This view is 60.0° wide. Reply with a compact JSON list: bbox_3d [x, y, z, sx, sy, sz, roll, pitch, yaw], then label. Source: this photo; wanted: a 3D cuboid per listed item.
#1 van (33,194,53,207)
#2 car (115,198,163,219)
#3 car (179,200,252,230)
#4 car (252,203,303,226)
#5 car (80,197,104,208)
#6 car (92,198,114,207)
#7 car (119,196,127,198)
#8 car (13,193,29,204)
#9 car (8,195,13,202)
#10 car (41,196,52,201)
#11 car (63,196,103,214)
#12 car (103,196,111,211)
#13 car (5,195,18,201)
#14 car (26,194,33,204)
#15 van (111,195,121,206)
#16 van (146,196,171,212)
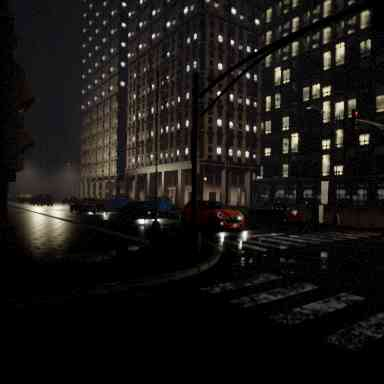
[{"bbox_3d":[-20.662,1.196,46.747,1.690,1.788,3.998,1,-1,-35],"label":"van"},{"bbox_3d":[-4.614,1.499,28.630,1.994,1.385,4.181,1,-1,-35],"label":"car"},{"bbox_3d":[1.144,1.302,20.531,2.097,1.767,4.553,1,-1,-35],"label":"car"},{"bbox_3d":[5.799,1.503,23.973,1.967,1.590,4.097,1,-1,-35],"label":"car"},{"bbox_3d":[-14.449,1.496,47.904,1.812,1.442,4.674,1,-1,-35],"label":"car"},{"bbox_3d":[-13.837,1.585,51.598,1.947,1.339,4.313,1,-1,-35],"label":"car"},{"bbox_3d":[-7.292,1.582,42.389,2.008,1.369,4.403,1,-1,-35],"label":"car"},{"bbox_3d":[-30.479,1.154,60.560,2.192,1.841,5.009,1,-1,-35],"label":"car"},{"bbox_3d":[-37.027,1.396,69.766,1.947,1.339,4.313,1,-1,-35],"label":"car"},{"bbox_3d":[-36.742,1.569,83.828,1.802,1.307,4.206,1,-1,-35],"label":"car"},{"bbox_3d":[-10.850,1.426,32.932,2.008,1.369,4.403,1,-1,-35],"label":"car"},{"bbox_3d":[-11.462,1.397,38.277,1.882,1.535,5.008,1,-1,-35],"label":"car"},{"bbox_3d":[-40.298,1.377,74.371,2.008,1.369,4.403,1,-1,-35],"label":"car"},{"bbox_3d":[-23.939,1.431,51.349,1.802,1.307,4.206,1,-1,-35],"label":"car"},{"bbox_3d":[-10.560,1.366,46.996,1.690,1.788,3.998,1,-1,-35],"label":"van"},{"bbox_3d":[-4.016,1.380,37.787,1.690,1.788,3.998,1,-1,-35],"label":"van"}]
